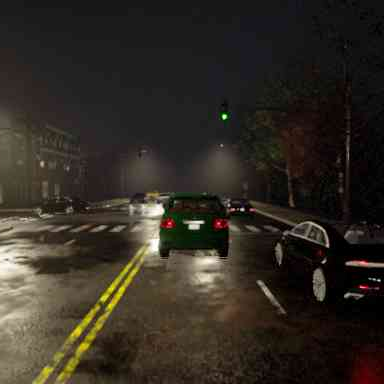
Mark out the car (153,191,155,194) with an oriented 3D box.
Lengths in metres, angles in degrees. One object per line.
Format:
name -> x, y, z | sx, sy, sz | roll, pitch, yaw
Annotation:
car -> -3.474, 0.846, 42.588 | 1.812, 1.442, 4.674 | 0, 1, 0

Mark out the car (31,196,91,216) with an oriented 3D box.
car -> -10.888, 1.109, 27.580 | 4.892, 1.490, 1.837 | -1, 0, 12

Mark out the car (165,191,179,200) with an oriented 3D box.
car -> -3.487, 0.558, 58.374 | 2.128, 1.511, 4.902 | 0, 1, 0

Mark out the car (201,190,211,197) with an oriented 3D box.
car -> 3.014, 0.309, 72.541 | 1.882, 1.535, 5.008 | 0, 1, 0

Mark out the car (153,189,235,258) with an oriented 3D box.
car -> 0.055, 1.029, 12.068 | 2.150, 2.045, 5.566 | 0, 1, 0

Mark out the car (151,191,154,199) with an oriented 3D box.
car -> -6.733, 0.541, 58.492 | 1.882, 1.535, 5.008 | 0, 1, 0

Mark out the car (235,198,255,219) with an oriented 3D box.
car -> 3.274, 1.163, 24.229 | 2.033, 1.411, 5.357 | 0, 1, 0

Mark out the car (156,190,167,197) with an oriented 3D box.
car -> -6.739, 0.371, 73.464 | 1.994, 1.385, 4.181 | 0, 1, 0

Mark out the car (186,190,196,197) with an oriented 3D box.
car -> -0.236, 0.356, 72.530 | 2.128, 1.511, 4.902 | 0, 1, 0

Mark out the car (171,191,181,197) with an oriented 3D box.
car -> -3.487, 0.418, 73.267 | 1.895, 1.301, 4.718 | 0, 1, 0

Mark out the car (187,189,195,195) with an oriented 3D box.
car -> -0.269, 0.043, 82.945 | 2.033, 1.411, 5.357 | 0, 1, 0

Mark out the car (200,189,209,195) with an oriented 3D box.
car -> 2.981, 0.044, 82.956 | 2.033, 1.411, 5.357 | 0, 1, 0

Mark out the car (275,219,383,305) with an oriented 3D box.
car -> 3.325, 1.367, 7.751 | 2.128, 1.511, 4.902 | 0, 1, 0

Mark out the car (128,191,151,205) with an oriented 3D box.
car -> -6.730, 0.844, 42.649 | 1.812, 1.442, 4.674 | 0, 1, 0
